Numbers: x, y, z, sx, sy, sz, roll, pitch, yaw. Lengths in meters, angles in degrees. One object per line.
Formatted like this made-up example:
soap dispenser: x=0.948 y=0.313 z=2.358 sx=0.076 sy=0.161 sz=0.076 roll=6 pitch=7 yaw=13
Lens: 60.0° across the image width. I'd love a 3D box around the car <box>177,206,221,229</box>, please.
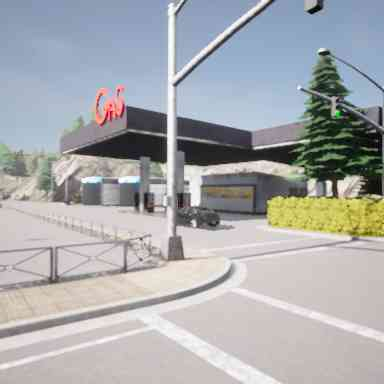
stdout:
car: x=0.070 y=1.801 z=24.313 sx=1.837 sy=1.490 sz=4.892 roll=0 pitch=0 yaw=-35
